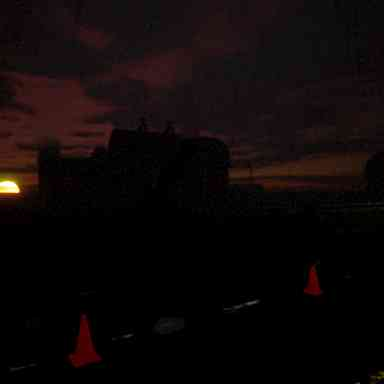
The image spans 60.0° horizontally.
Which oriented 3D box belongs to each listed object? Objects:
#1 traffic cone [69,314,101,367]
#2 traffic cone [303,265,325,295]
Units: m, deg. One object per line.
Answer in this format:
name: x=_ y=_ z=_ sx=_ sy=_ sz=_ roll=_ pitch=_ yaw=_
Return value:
traffic cone: x=-1.440 y=1.945 z=4.469 sx=0.340 sy=0.580 sz=0.340 roll=0 pitch=0 yaw=-35
traffic cone: x=2.687 y=1.915 z=7.339 sx=0.340 sy=0.580 sz=0.340 roll=0 pitch=0 yaw=-35
